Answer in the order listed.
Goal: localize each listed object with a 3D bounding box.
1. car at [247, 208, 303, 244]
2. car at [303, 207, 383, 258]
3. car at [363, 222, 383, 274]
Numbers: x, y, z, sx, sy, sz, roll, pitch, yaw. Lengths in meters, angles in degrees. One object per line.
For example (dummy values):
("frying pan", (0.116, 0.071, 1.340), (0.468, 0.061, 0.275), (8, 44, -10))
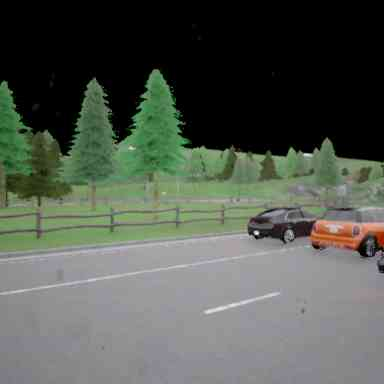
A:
("car", (4.783, 1.511, 15.817), (4.892, 1.490, 1.837), (0, 0, -35))
("car", (6.717, 1.356, 12.900), (4.553, 1.767, 2.097), (0, 0, -35))
("car", (7.037, 1.552, 8.851), (5.357, 1.411, 2.033), (0, 0, -35))
